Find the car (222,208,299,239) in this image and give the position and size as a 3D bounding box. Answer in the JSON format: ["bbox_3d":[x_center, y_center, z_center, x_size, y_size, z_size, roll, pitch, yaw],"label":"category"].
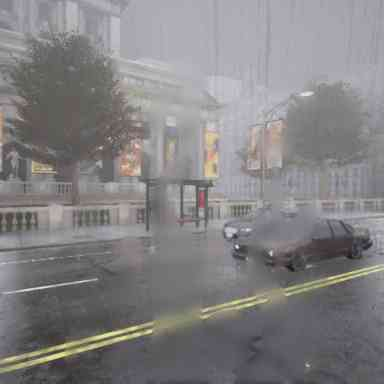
[{"bbox_3d":[3.533,1.491,14.973,4.902,1.511,2.128,0,0,-35],"label":"car"}]

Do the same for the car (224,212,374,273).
[{"bbox_3d":[3.830,1.547,10.915,5.357,1.411,2.033,0,0,-35],"label":"car"}]
